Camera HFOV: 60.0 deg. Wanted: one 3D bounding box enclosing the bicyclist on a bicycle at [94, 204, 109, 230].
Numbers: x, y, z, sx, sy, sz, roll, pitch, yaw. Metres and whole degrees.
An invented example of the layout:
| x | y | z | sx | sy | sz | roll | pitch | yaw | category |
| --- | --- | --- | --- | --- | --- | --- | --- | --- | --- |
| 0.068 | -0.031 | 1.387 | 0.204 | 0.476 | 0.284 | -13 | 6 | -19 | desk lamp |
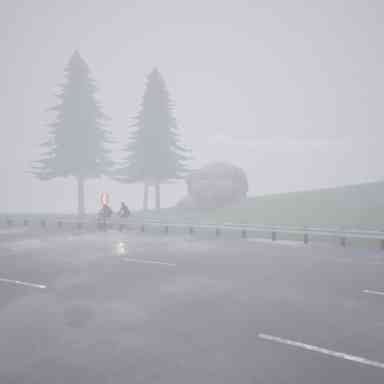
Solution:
| x | y | z | sx | sy | sz | roll | pitch | yaw | category |
| --- | --- | --- | --- | --- | --- | --- | --- | --- | --- |
| -5.127 | 1.421 | 19.698 | 0.582 | 1.620 | 1.656 | 0 | -4 | 36 | bicyclist on a bicycle |

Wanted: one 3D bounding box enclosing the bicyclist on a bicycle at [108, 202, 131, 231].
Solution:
| x | y | z | sx | sy | sz | roll | pitch | yaw | category |
| --- | --- | --- | --- | --- | --- | --- | --- | --- | --- |
| -3.948 | 1.435 | 19.307 | 0.582 | 1.620 | 1.656 | 0 | -5 | 23 | bicyclist on a bicycle |
